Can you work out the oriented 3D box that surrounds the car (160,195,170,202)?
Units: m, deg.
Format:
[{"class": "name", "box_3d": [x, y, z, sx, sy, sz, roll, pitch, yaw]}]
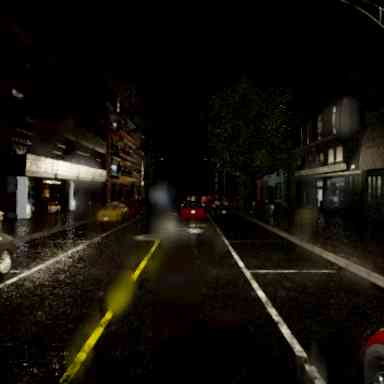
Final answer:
[{"class": "car", "box_3d": [-5.680, 1.381, 70.129, 1.802, 1.307, 4.206, 0, 0, 0]}]

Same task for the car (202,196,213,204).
[{"class": "car", "box_3d": [2.698, 1.366, 58.730, 1.887, 1.381, 4.507, 0, 0, 0]}]

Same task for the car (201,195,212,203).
[{"class": "car", "box_3d": [2.700, 1.376, 64.427, 1.947, 1.339, 4.313, 0, 0, 0]}]

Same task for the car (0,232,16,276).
[{"class": "car", "box_3d": [-5.691, 1.523, 7.463, 2.008, 1.369, 4.403, 0, 0, 0]}]

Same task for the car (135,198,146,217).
[{"class": "car", "box_3d": [-5.687, 1.440, 30.251, 1.887, 1.381, 4.507, 0, 0, 0]}]

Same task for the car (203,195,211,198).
[{"class": "car", "box_3d": [2.696, 1.407, 41.639, 1.887, 1.381, 4.507, 0, 0, 0]}]

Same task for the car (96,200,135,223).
[{"class": "car", "box_3d": [-5.688, 1.440, 24.384, 1.752, 1.417, 4.829, 0, 0, 0]}]

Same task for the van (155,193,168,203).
[{"class": "van", "box_3d": [-5.683, 1.163, 58.734, 1.690, 1.788, 3.998, 0, 0, 0]}]

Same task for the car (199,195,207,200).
[{"class": "car", "box_3d": [2.702, 1.344, 81.516, 1.947, 1.339, 4.313, 0, 0, 0]}]

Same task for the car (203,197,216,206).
[{"class": "car", "box_3d": [2.697, 1.416, 53.033, 1.802, 1.307, 4.206, 0, 0, 0]}]

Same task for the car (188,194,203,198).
[{"class": "car", "box_3d": [0.110, 1.346, 44.566, 2.128, 1.511, 4.902, 0, 0, 0]}]

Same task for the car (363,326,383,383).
[{"class": "car", "box_3d": [2.689, 1.433, 1.763, 1.967, 1.590, 4.097, 0, 0, 0]}]

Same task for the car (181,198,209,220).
[{"class": "car", "box_3d": [0.103, 1.469, 27.119, 1.994, 1.385, 4.181, 0, 0, 0]}]

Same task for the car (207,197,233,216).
[{"class": "car", "box_3d": [2.694, 1.446, 30.247, 2.008, 1.369, 4.403, 0, 0, 0]}]

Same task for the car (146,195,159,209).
[{"class": "car", "box_3d": [-5.685, 1.428, 41.643, 1.947, 1.339, 4.313, 0, 0, 0]}]

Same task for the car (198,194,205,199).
[{"class": "car", "box_3d": [2.705, 1.344, 92.910, 1.802, 1.307, 4.206, 0, 0, 0]}]
